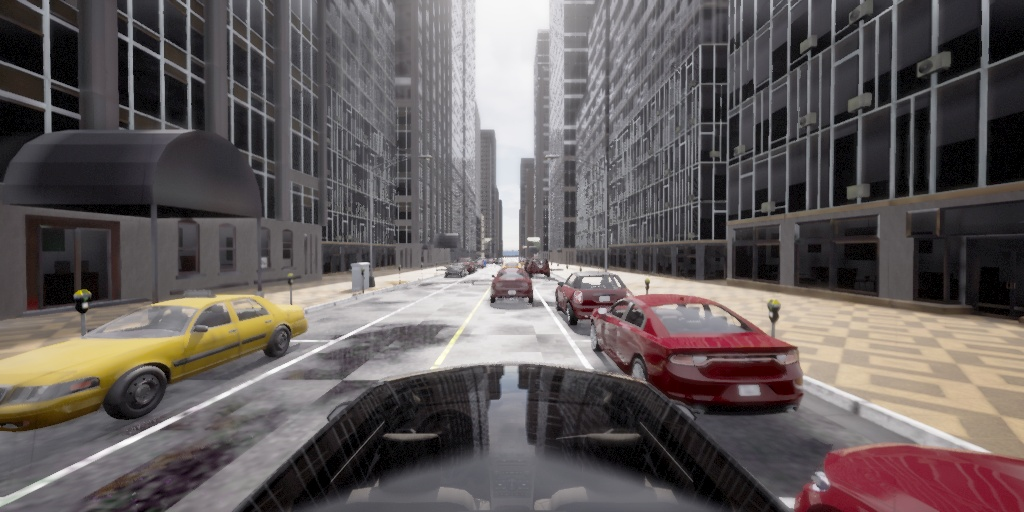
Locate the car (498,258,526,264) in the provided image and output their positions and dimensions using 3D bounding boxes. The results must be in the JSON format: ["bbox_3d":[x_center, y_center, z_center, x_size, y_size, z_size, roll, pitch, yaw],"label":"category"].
[{"bbox_3d":[0.000,1.230,31.503,1.882,1.535,5.008,0,0,0],"label":"car"}]

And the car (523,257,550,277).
[{"bbox_3d":[2.532,1.059,34.282,2.192,1.841,5.009,0,0,0],"label":"car"}]

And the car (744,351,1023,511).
[{"bbox_3d":[2.532,1.331,0.389,1.802,1.307,4.207,0,0,0],"label":"car"}]

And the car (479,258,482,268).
[{"bbox_3d":[-5.316,1.297,45.550,2.007,1.370,4.403,0,0,0],"label":"car"}]

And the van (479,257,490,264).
[{"bbox_3d":[-5.316,1.093,62.495,1.690,1.789,3.998,0,0,0],"label":"van"}]

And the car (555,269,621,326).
[{"bbox_3d":[2.532,1.186,11.687,1.967,1.591,4.097,0,0,0],"label":"car"}]

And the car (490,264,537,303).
[{"bbox_3d":[0.000,1.280,16.502,1.812,1.442,4.674,0,0,0],"label":"car"}]

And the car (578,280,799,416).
[{"bbox_3d":[2.532,1.293,6.038,1.888,1.381,4.507,0,0,0],"label":"car"}]

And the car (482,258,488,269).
[{"bbox_3d":[-5.316,1.332,56.847,1.802,1.307,4.207,0,0,0],"label":"car"}]

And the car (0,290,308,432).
[{"bbox_3d":[-5.316,1.273,5.841,1.751,1.417,4.829,0,0,0],"label":"car"}]

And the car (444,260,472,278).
[{"bbox_3d":[-5.316,1.295,34.253,2.007,1.370,4.403,0,0,0],"label":"car"}]

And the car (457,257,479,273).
[{"bbox_3d":[-5.316,1.060,39.902,2.192,1.841,5.009,0,0,0],"label":"car"}]
